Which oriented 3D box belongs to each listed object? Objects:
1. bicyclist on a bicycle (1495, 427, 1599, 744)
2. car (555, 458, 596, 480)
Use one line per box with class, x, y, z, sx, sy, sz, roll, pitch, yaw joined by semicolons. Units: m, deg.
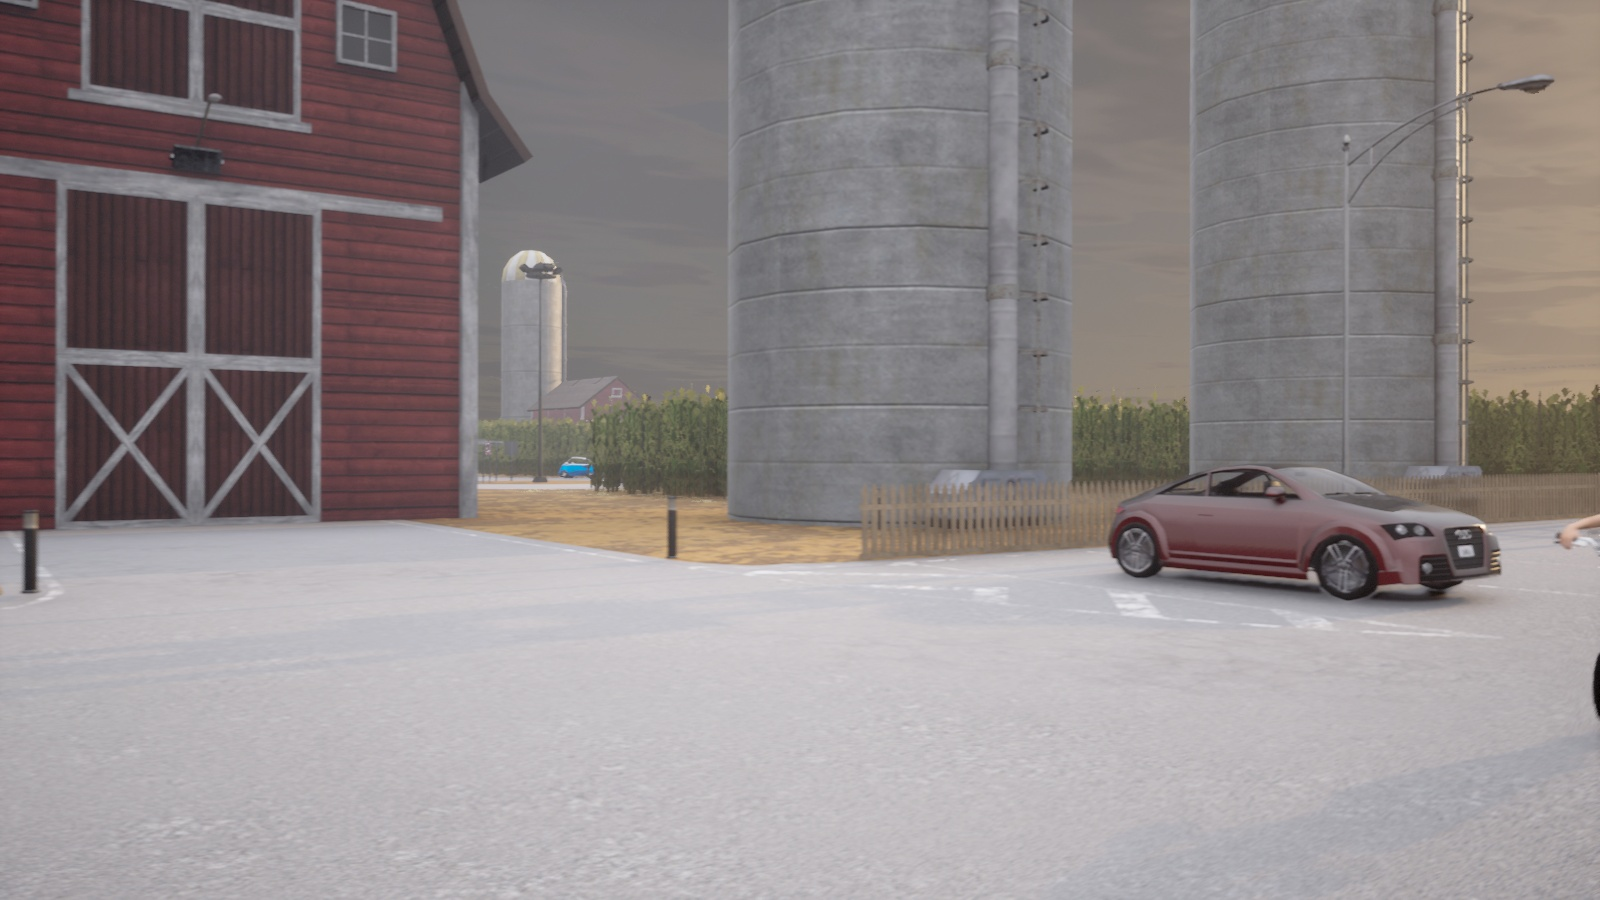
bicyclist on a bicycle;4.640;0.688;6.894;1.509;1.612;0.866;0;0;-35
car;-14.006;1.161;78.371;2.207;1.376;1.481;0;0;6
